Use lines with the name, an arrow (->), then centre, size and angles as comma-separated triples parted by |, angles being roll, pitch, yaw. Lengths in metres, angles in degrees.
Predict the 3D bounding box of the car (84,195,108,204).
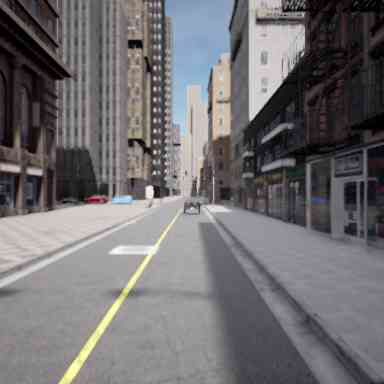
car -> -20.316, 1.615, 70.582 | 5.009, 1.841, 2.192 | 0, 0, -1

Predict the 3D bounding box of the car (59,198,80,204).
car -> -25.956, 1.863, 70.499 | 4.313, 1.339, 1.947 | 0, 0, -1

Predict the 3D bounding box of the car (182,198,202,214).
car -> 0.025, 1.402, 35.560 | 1.837, 1.490, 4.892 | 0, 0, 0

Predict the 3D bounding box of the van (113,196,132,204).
van -> -14.676, 1.642, 70.664 | 3.998, 1.788, 1.690 | 0, 0, -1
